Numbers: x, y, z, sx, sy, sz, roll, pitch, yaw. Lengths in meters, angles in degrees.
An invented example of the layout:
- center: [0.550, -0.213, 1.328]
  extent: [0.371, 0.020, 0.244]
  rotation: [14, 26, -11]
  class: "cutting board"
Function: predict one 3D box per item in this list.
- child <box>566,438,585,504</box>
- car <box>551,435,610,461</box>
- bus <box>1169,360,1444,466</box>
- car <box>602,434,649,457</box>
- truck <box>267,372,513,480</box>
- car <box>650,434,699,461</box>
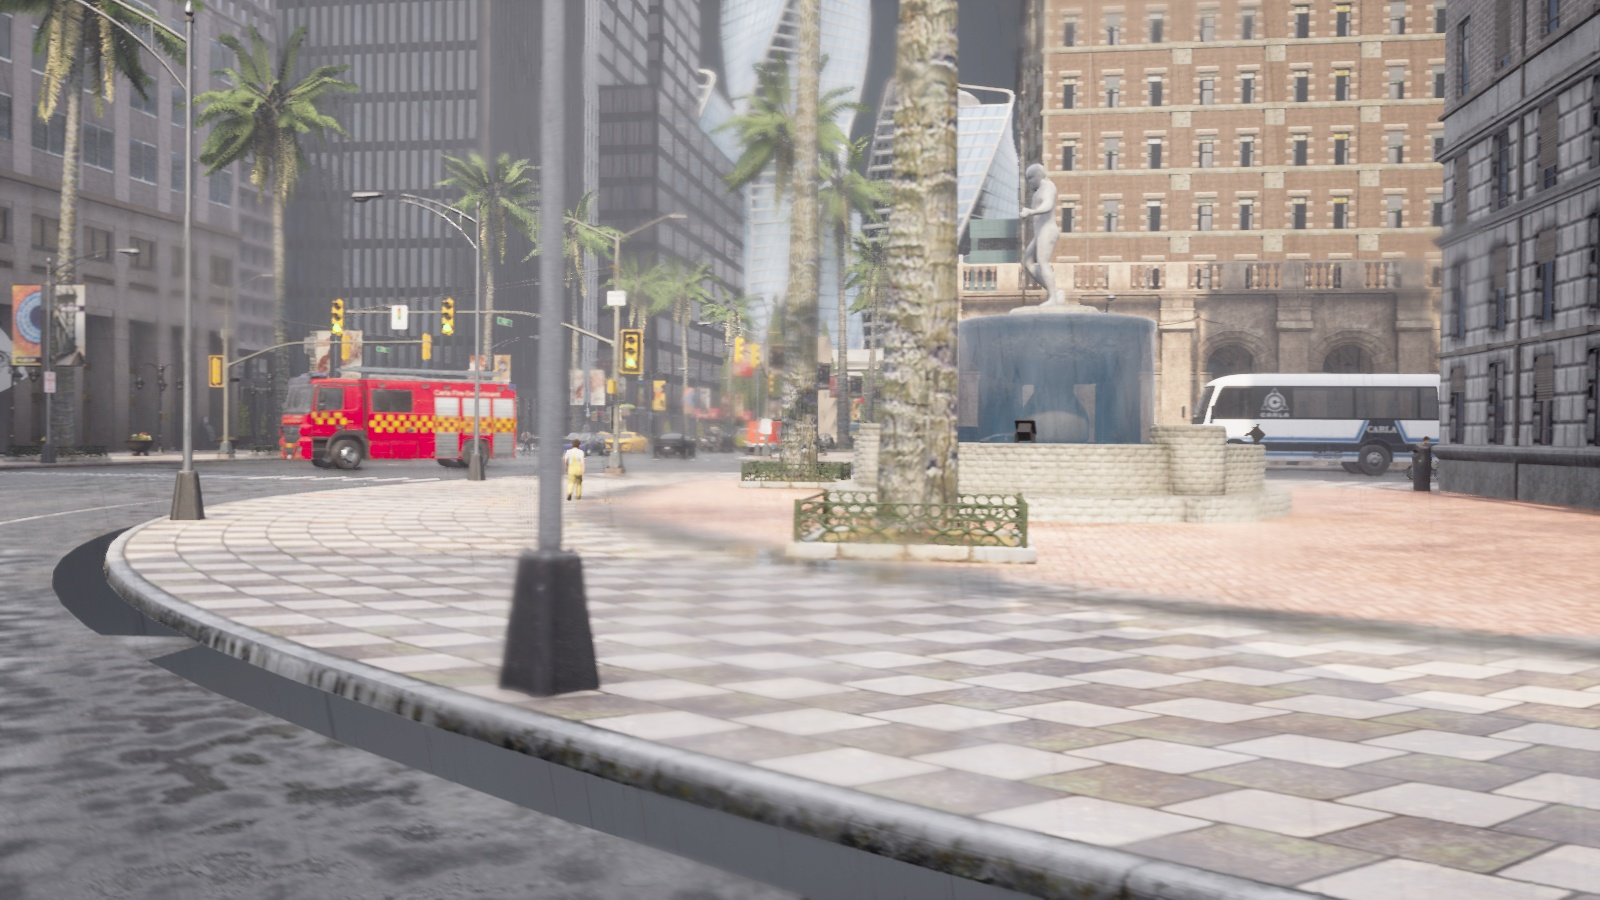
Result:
- center: [-4.356, 0.396, 24.337]
  extent: [0.270, 1.263, 0.437]
  rotation: [0, 1, 1]
  class: "child"
- center: [-13.599, -0.148, 78.190]
  extent: [2.163, 1.488, 4.792]
  rotation: [0, 1, 9]
  class: "car"
- center: [21.363, -1.507, 53.709]
  extent: [10.273, 4.253, 3.944]
  rotation: [0, 1, 9]
  class: "bus"
- center: [-12.115, -0.301, 87.498]
  extent: [1.882, 1.535, 5.008]
  rotation: [0, 1, 9]
  class: "car"
- center: [-15.631, -0.916, 48.327]
  extent: [8.468, 3.827, 2.891]
  rotation: [-1, 1, -39]
  class: "truck"
- center: [-7.288, -0.162, 73.352]
  extent: [1.882, 1.535, 5.008]
  rotation: [0, 1, 6]
  class: "car"
